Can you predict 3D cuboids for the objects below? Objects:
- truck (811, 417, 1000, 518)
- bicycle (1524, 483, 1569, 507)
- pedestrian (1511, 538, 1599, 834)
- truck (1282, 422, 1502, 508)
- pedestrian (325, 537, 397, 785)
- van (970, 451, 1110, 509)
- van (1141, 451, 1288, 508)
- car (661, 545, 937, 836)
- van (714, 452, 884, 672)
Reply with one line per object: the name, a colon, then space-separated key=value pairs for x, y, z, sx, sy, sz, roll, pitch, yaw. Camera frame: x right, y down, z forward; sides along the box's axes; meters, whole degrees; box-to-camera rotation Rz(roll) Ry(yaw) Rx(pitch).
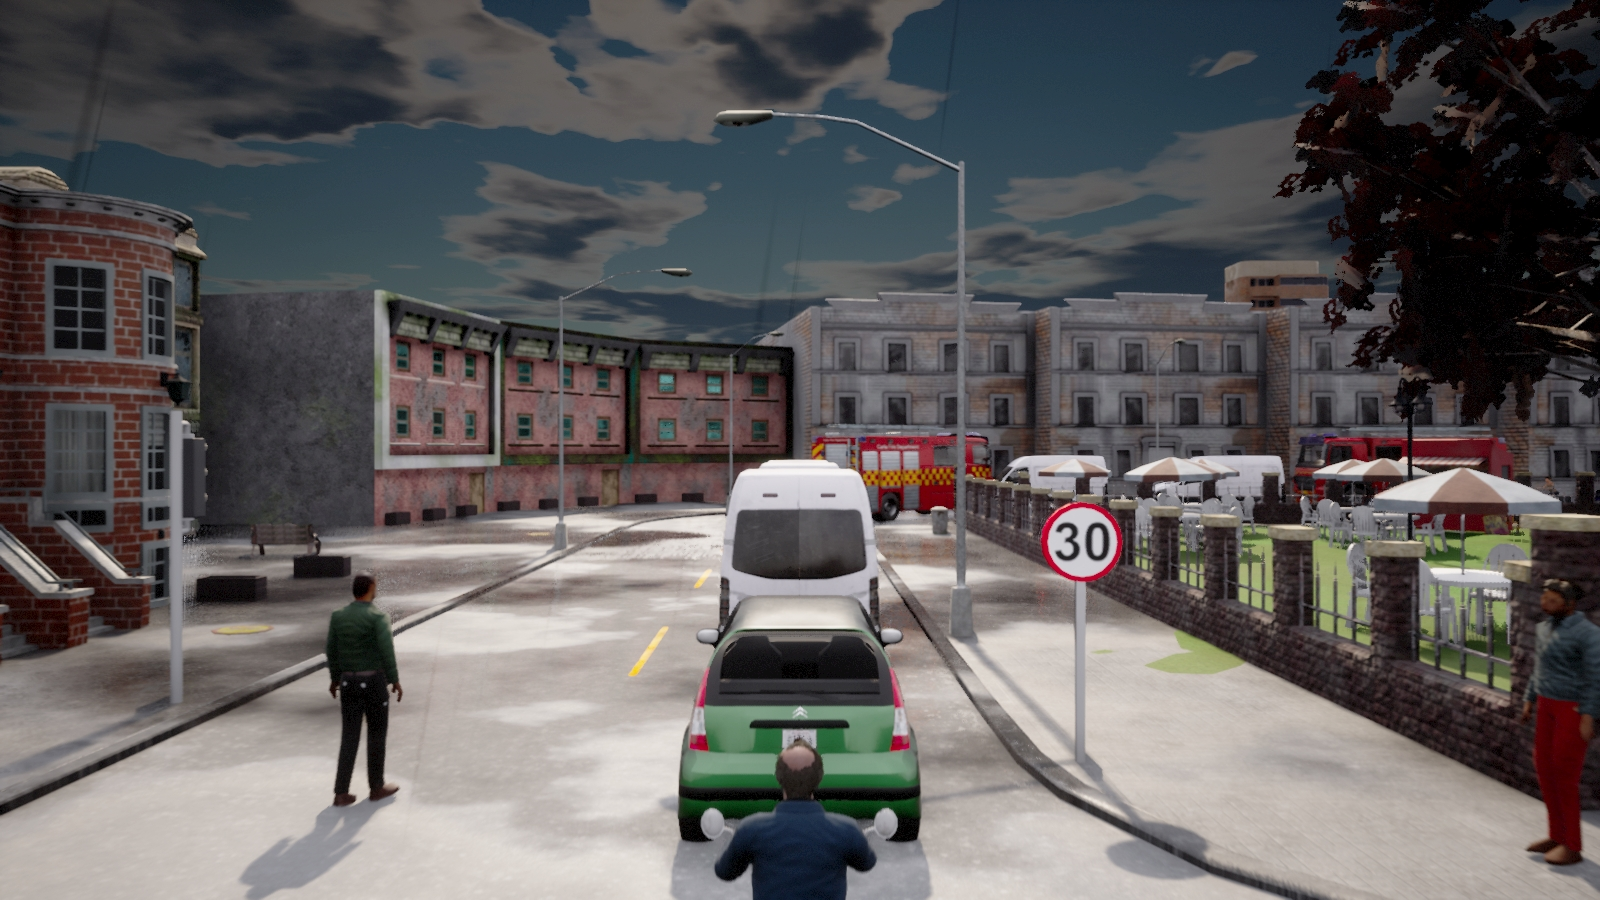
truck: x=4.537 y=0.672 z=47.493 sx=8.468 sy=3.827 sz=2.891 roll=0 pitch=0 yaw=-43
bicycle: x=33.725 y=2.036 z=51.645 sx=1.487 sy=1.080 sz=0.859 roll=0 pitch=0 yaw=0
pedestrian: x=4.949 y=1.517 z=7.468 sx=0.375 sy=1.860 sz=0.375 roll=0 pitch=0 yaw=1
truck: x=26.777 y=0.670 z=51.942 sx=8.468 sy=3.827 sz=2.891 roll=0 pitch=0 yaw=0
pedestrian: x=-3.444 y=1.629 z=8.963 sx=0.375 sy=1.860 sz=0.375 roll=0 pitch=0 yaw=18
van: x=10.807 y=1.314 z=51.671 sx=5.915 sy=2.561 sz=1.988 roll=0 pitch=0 yaw=0
van: x=18.694 y=1.314 z=51.687 sx=5.915 sy=2.561 sz=1.988 roll=0 pitch=0 yaw=0
car: x=-0.008 y=1.779 z=9.653 sx=1.851 sy=1.617 sz=3.988 roll=0 pitch=0 yaw=0
van: x=-0.013 y=1.315 z=16.355 sx=1.988 sy=2.561 sz=5.915 roll=0 pitch=0 yaw=0
